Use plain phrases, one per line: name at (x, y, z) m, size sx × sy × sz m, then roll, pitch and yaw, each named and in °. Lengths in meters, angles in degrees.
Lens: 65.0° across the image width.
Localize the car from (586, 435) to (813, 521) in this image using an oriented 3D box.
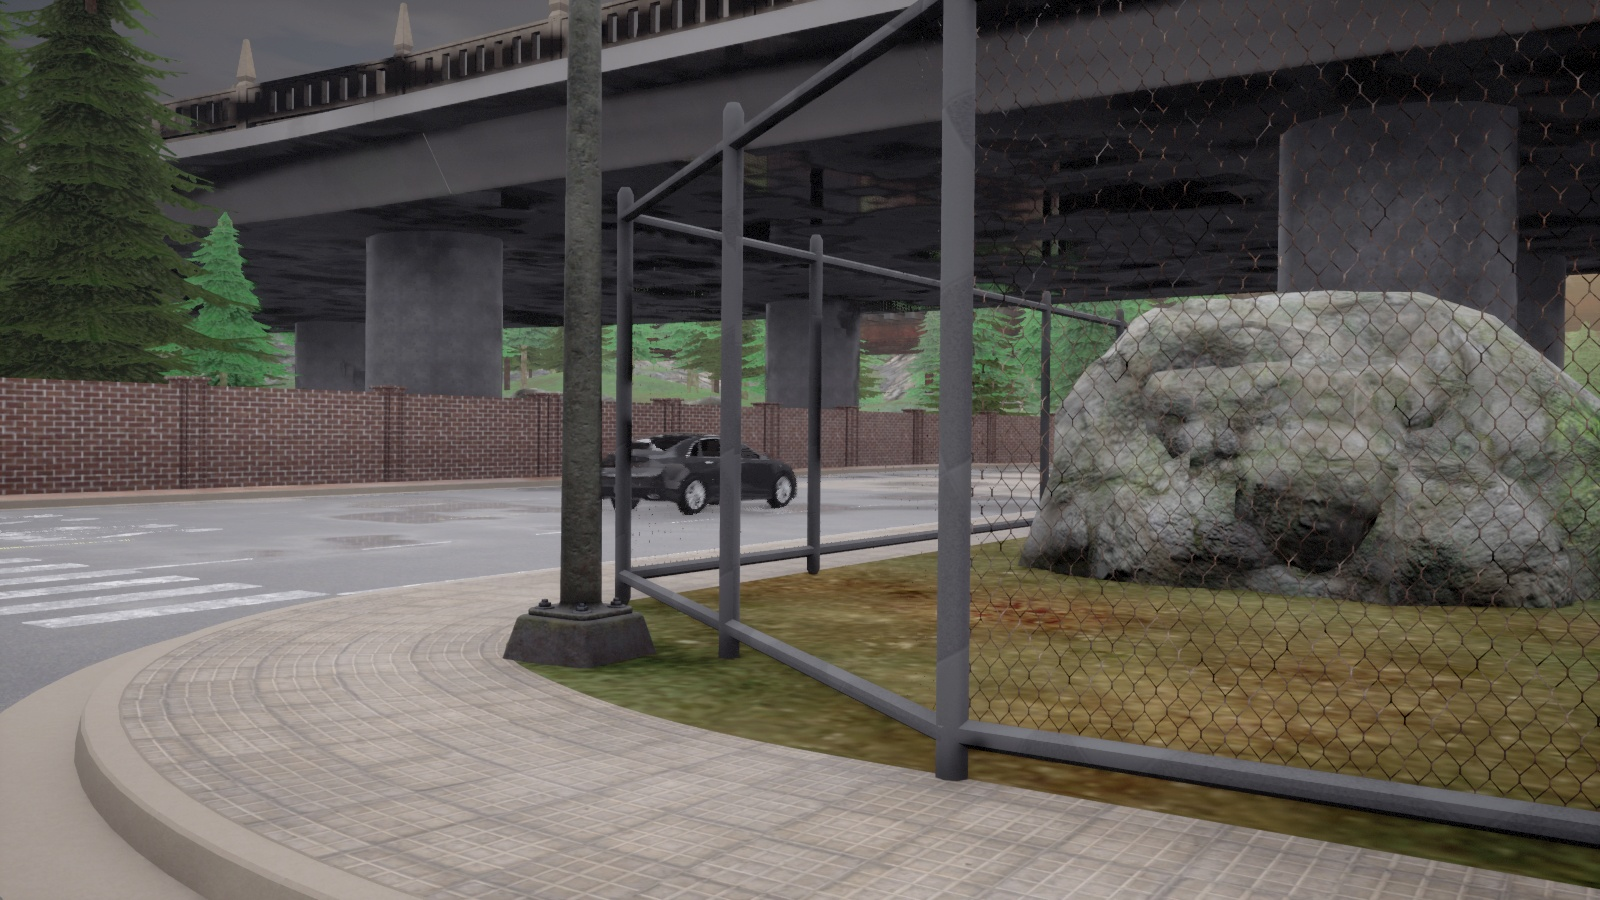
car at (-1.843, 0.470, 24.780) m, size 1.837 × 1.490 × 4.892 m, roll 0°, pitch 1°, yaw 33°
